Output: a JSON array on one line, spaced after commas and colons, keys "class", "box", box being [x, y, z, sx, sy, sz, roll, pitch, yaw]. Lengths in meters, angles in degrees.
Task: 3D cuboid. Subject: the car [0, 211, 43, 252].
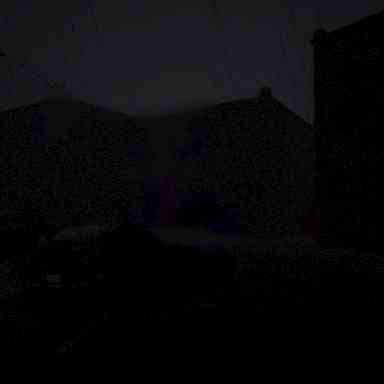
[{"class": "car", "box": [-7.256, 1.484, 12.261, 2.231, 1.521, 4.892, 1, -1, 12]}]

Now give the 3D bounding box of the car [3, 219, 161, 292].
[{"class": "car", "box": [-2.303, 1.524, 9.124, 2.231, 1.521, 4.892, 0, -1, 12]}]
